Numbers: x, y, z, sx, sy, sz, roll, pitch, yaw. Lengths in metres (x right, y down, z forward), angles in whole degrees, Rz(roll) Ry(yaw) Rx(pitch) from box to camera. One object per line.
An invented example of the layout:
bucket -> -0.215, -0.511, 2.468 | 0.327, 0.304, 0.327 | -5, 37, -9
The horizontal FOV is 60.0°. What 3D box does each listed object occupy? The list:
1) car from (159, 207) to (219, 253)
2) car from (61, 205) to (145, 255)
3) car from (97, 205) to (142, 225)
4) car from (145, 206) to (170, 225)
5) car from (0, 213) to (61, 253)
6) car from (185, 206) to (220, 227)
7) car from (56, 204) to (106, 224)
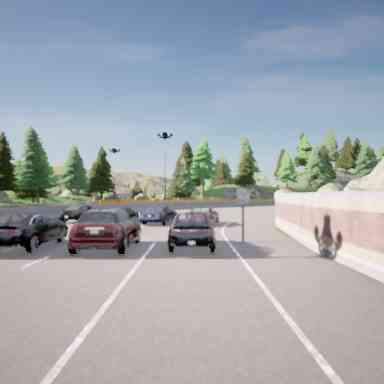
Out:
car -> 0.011, 1.628, 14.308 | 2.128, 1.511, 4.902 | 0, 0, 0
car -> -3.496, 1.483, 14.086 | 2.097, 1.767, 4.553 | 0, -1, 0
car -> -5.869, 1.821, 27.329 | 1.994, 1.385, 4.181 | 0, -1, 13
car -> -2.530, 1.795, 26.302 | 2.033, 1.411, 5.357 | 0, -1, 12
car -> -6.989, 1.627, 14.296 | 2.128, 1.511, 4.902 | 0, 0, 1
car -> 0.919, 1.842, 25.672 | 1.895, 1.301, 4.718 | 0, -1, 13
car -> -9.264, 1.790, 28.167 | 1.812, 1.442, 4.674 | 0, 0, 13
